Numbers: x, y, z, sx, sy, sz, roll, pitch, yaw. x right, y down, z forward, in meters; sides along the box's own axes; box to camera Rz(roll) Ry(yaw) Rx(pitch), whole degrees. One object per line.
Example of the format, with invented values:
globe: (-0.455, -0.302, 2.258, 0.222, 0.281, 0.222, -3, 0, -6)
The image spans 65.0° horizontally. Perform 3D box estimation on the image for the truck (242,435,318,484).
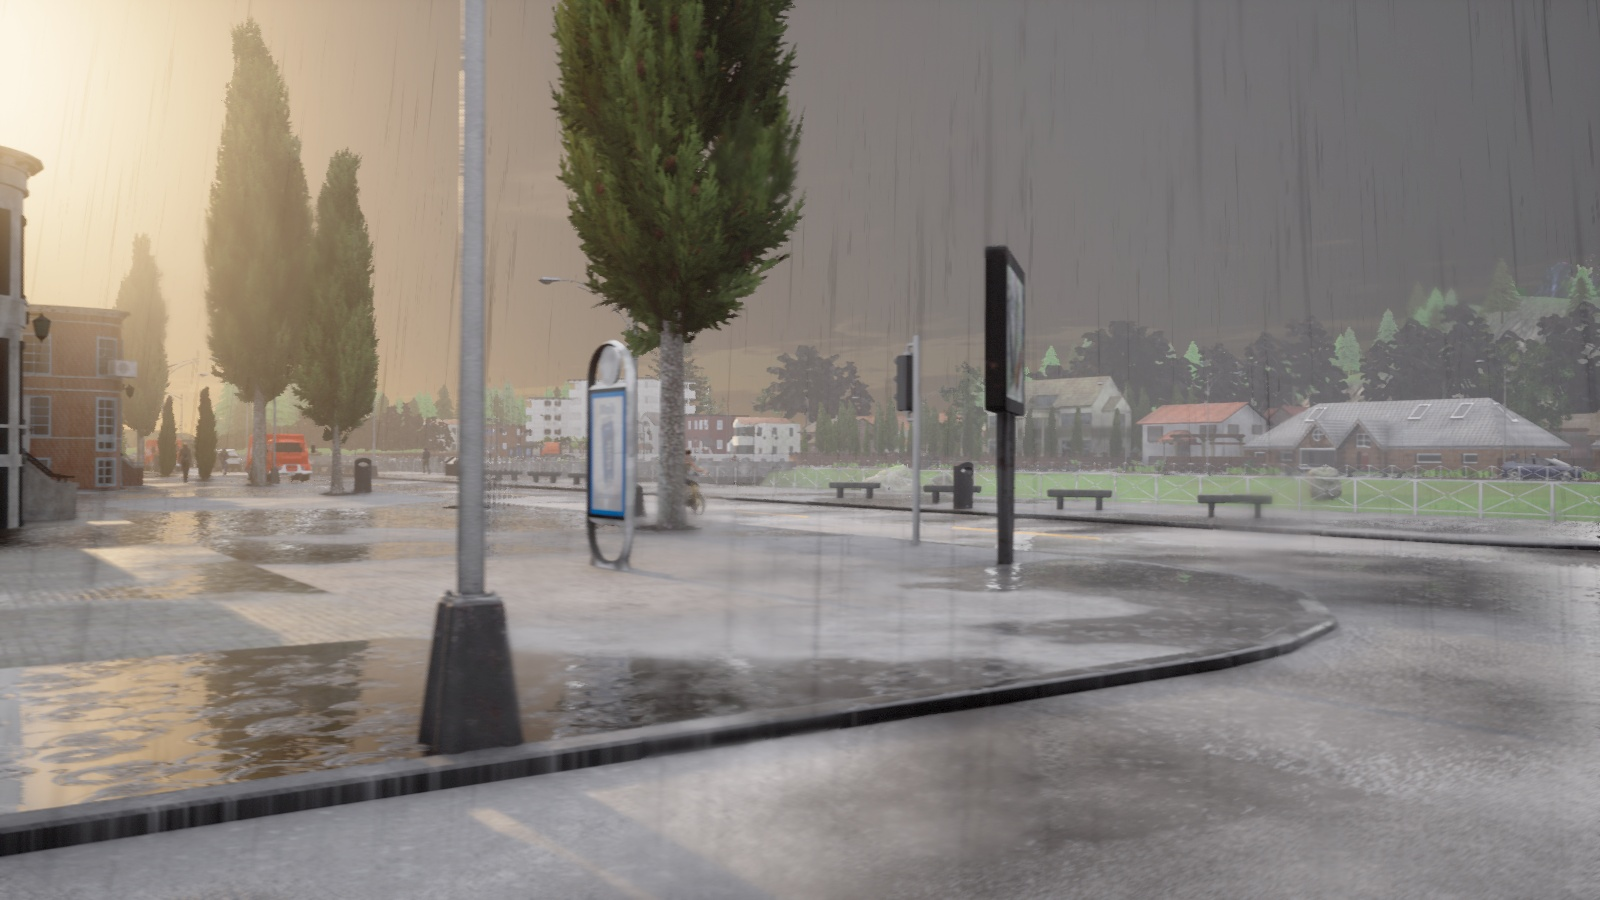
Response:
truck: (-27.355, 0.502, 65.941, 2.627, 2.467, 5.204, 0, 0, -35)

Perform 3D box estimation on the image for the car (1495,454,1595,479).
car: (45.272, 0.970, 76.422, 2.163, 1.488, 4.792, 0, 0, -35)

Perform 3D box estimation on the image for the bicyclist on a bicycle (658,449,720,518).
bicyclist on a bicycle: (-2.704, 0.786, 30.398, 0.866, 1.612, 1.509, 0, 0, -35)

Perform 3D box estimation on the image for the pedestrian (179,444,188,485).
pedestrian: (-27.664, 0.650, 56.384, 0.331, 1.846, 0.634, 0, 0, -29)
